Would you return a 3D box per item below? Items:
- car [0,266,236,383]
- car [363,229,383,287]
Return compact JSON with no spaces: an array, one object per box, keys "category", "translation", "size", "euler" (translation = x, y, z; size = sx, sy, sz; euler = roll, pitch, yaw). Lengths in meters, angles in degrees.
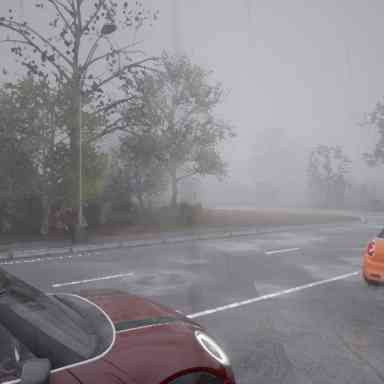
[{"category":"car","translation":[-1.806,1.352,2.423],"size":[4.553,1.767,2.097],"euler":[0,0,-36]},{"category":"car","translation":[6.199,1.351,8.079],"size":[4.553,1.767,2.097],"euler":[0,0,-35]}]
